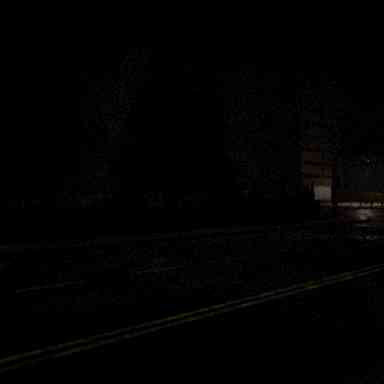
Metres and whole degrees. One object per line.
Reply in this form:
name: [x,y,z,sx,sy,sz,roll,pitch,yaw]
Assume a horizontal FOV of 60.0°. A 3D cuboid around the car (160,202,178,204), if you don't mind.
car: [-4.319,1.490,61.608,2.128,1.511,4.902,0,0,-34]
